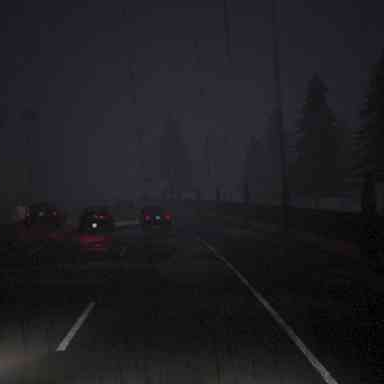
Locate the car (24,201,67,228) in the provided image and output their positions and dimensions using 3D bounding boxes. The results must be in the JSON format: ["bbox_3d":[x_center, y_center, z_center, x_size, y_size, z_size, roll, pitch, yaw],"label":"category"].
[{"bbox_3d":[-9.973,1.444,23.011,2.097,1.767,4.553,0,0,-13],"label":"car"}]

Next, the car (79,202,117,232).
[{"bbox_3d":[-5.825,1.578,20.596,1.837,1.490,4.892,0,0,-11],"label":"car"}]

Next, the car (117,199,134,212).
[{"bbox_3d":[-8.222,1.611,40.262,1.882,1.535,5.008,0,0,-22],"label":"car"}]

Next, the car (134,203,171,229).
[{"bbox_3d":[-2.606,1.616,22.502,2.033,1.411,5.357,0,0,-13],"label":"car"}]
